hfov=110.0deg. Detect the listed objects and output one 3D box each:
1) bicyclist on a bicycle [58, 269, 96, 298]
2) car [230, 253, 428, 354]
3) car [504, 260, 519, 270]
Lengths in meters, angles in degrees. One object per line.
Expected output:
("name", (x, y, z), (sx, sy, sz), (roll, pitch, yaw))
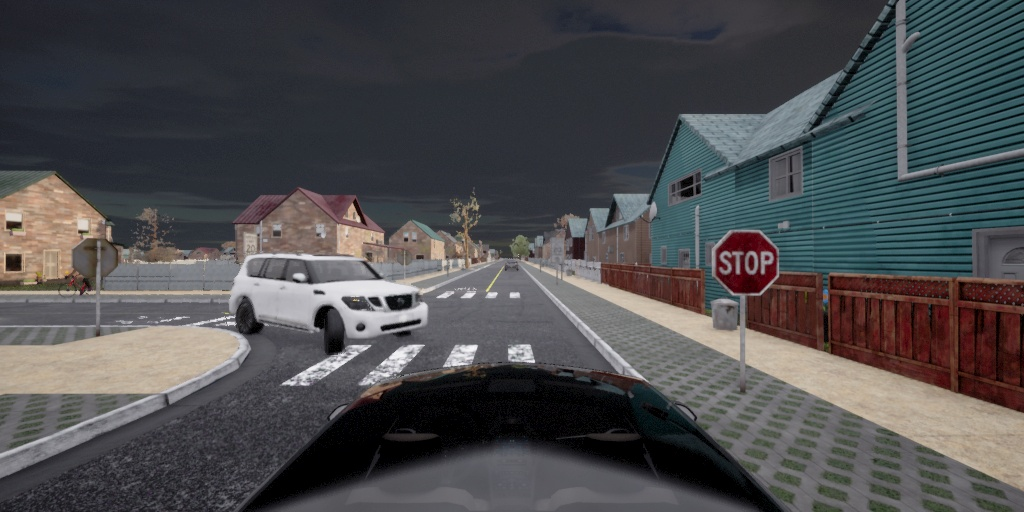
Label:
("bicyclist on a bicycle", (-20.257, 1.098, 16.822), (0.582, 1.620, 1.656), (0, 0, -1))
("car", (-4.717, 0.961, 9.001), (5.566, 2.045, 2.150), (0, -1, 29))
("car", (-0.052, 1.266, 52.413), (2.128, 1.511, 4.902), (0, 0, 0))
